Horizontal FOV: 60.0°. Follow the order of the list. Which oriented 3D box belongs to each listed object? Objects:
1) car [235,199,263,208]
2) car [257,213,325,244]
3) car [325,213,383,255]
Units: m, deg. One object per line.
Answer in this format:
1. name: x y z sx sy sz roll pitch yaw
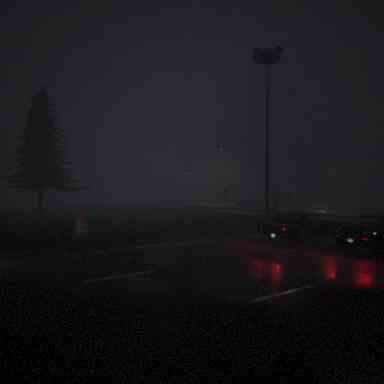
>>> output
1. car: 9.012 1.811 52.869 1.895 1.301 4.718 0 0 -35
2. car: 5.472 1.677 16.280 4.718 1.301 1.895 0 0 -35
3. car: 7.717 1.603 13.582 4.674 1.442 1.812 0 0 -35
